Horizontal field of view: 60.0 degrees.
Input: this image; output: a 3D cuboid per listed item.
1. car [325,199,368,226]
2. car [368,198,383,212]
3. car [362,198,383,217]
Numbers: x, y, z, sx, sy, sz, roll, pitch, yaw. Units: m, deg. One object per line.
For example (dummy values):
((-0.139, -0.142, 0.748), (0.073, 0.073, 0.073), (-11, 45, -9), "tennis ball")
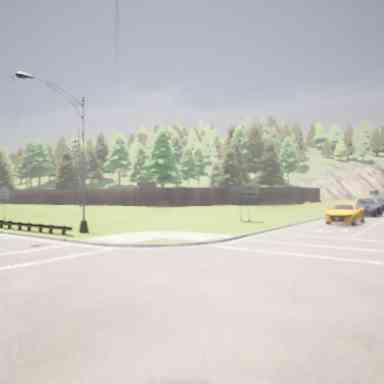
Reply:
((11.101, 1.518, 24.075), (1.882, 1.535, 5.008), (-1, 0, 36), "car")
((22.377, 1.516, 39.519), (1.882, 1.535, 5.008), (-1, 0, 36), "car")
((16.480, 1.392, 31.451), (2.097, 1.767, 4.553), (-1, 0, 36), "car")
